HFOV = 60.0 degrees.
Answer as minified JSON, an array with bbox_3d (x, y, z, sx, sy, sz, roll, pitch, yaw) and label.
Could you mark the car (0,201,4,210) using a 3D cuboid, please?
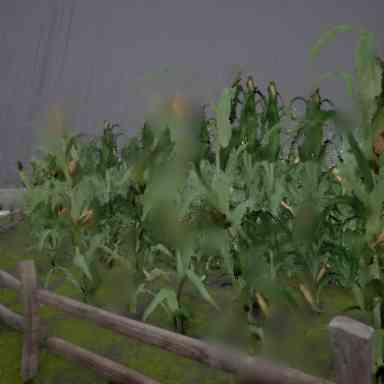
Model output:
[{"bbox_3d":[-20.903,1.339,31.968,1.882,1.535,5.008,-1,1,32],"label":"car"}]
